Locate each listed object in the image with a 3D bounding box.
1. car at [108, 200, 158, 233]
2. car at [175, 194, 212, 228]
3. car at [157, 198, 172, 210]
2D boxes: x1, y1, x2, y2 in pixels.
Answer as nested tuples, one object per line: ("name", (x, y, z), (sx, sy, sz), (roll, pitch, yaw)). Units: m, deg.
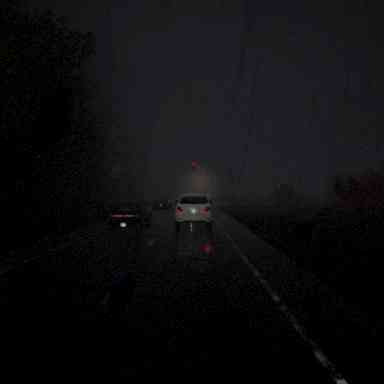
("car", (-3.402, 1.398, 18.916), (2.128, 1.511, 4.902), (0, 0, 0))
("car", (0.098, 1.114, 21.398), (2.150, 2.045, 5.566), (0, 0, 0))
("car", (-3.404, 1.370, 38.401), (1.994, 1.385, 4.181), (0, 0, 0))
